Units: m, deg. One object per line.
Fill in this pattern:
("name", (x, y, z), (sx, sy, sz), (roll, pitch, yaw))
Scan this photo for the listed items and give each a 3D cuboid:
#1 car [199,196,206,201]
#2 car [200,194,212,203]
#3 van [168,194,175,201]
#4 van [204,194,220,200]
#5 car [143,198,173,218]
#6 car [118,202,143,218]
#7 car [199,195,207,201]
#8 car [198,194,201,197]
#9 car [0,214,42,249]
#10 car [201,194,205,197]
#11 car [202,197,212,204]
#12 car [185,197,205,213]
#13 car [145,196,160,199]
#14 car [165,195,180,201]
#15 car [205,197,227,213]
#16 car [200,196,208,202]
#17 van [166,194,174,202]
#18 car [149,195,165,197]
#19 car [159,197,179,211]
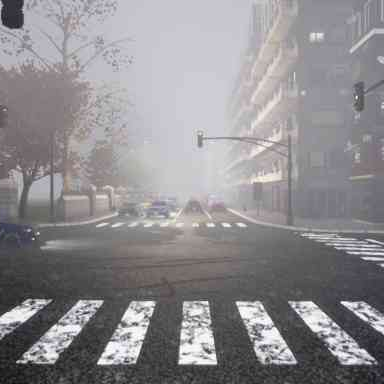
("car", (2.973, 1.717, 92.830), (1.802, 1.307, 4.206), (0, 0, 0))
("car", (2.906, 1.395, 70.309), (2.192, 1.841, 5.009), (0, 0, 0))
("van", (-5.424, 1.460, 87.224), (1.690, 1.788, 3.998), (0, 0, 0))
("van", (2.821, 1.373, 42.159), (1.690, 1.788, 3.998), (0, 0, 0))
("car", (-3.002, 1.545, 30.317), (1.812, 1.442, 4.674), (0, 0, 0))
("car", (-5.594, 1.585, 30.923), (1.947, 1.339, 4.313), (0, 0, 0))
("car", (2.956, 1.560, 87.199), (1.967, 1.590, 4.097), (0, 0, 0))
("car", (0.293, 1.592, 63.025), (1.812, 1.442, 4.674), (0, 0, 0))
("car", (-8.421, 1.472, 13.551), (4.181, 1.385, 1.994), (2, 0, -13))
("car", (2.855, 1.489, 53.419), (1.967, 1.590, 4.097), (0, 0, 0))
("car", (2.888, 1.614, 64.679), (1.887, 1.381, 4.507), (0, 0, 0))
("car", (0.219, 1.551, 36.664), (1.812, 1.442, 4.674), (0, 0, 0))
("car", (-5.560, 1.557, 42.015), (1.752, 1.417, 4.829), (0, 0, 0))
("car", (-2.924, 1.549, 50.432), (1.837, 1.490, 4.892), (0, 0, 0))
("car", (2.803, 1.570, 36.528), (1.887, 1.381, 4.507), (0, 0, 0))
("car", (2.938, 1.650, 81.570), (1.887, 1.381, 4.507), (0, 0, 0))
("van", (-5.441, 1.446, 81.595), (1.690, 1.788, 3.998), (0, 0, 0))
("car", (-5.543, 1.355, 47.815), (2.192, 1.841, 5.009), (0, 0, 0))
("car", (-2.971, 1.631, 40.241), (1.895, 1.301, 4.718), (0, 0, 0))
